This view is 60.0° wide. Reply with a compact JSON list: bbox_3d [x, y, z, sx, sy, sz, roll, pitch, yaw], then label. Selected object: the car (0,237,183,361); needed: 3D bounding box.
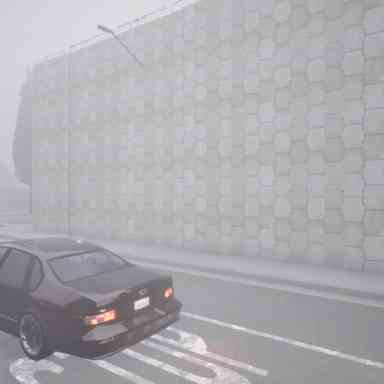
[{"bbox_3d":[-2.725,1.547,5.927,5.357,1.411,2.033,0,0,35],"label":"car"}]
